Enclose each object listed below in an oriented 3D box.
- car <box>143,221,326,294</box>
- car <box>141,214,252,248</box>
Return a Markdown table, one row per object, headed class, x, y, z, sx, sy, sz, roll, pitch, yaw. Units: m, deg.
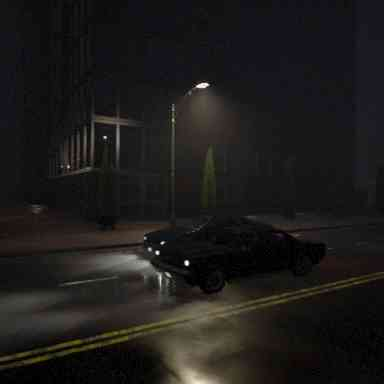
| class | x | y | z | sx | sy | sz | roll | pitch | yaw |
| --- | --- | --- | --- | --- | --- | --- | --- | --- | --- |
| car | 1.335 | 1.615 | 8.888 | 4.718 | 1.301 | 1.895 | 0 | 0 | -32 |
| car | 0.837 | 1.565 | 12.694 | 5.357 | 1.411 | 2.033 | 0 | 0 | -32 |
